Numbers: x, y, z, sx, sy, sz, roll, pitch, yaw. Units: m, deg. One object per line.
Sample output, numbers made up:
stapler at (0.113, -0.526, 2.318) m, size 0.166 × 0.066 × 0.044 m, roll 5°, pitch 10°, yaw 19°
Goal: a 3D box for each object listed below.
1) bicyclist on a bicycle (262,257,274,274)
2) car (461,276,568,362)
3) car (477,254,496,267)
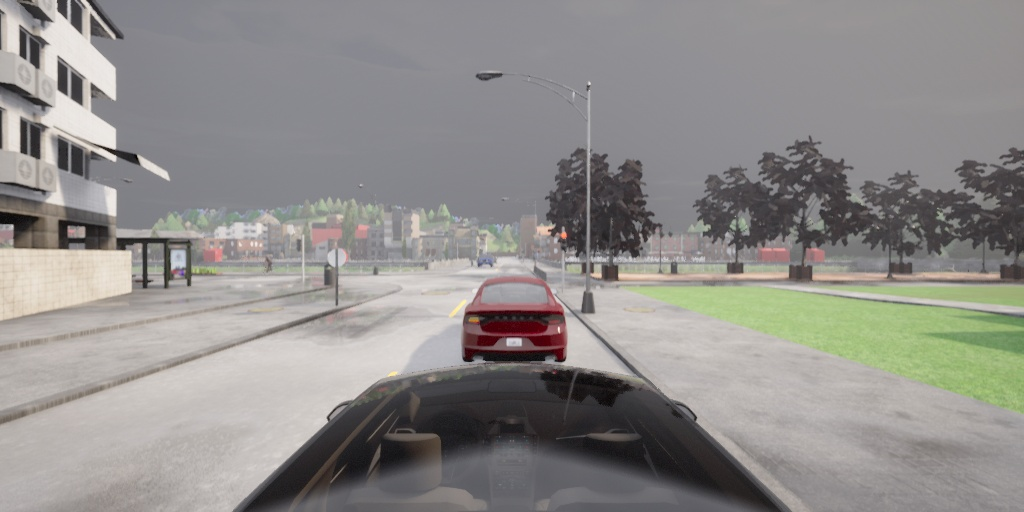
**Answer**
bicyclist on a bicycle at (-24.021, 0.905, 35.304) m, size 0.582 × 1.620 × 1.656 m, roll 0°, pitch 1°, yaw 0°
car at (0.054, 1.191, 8.113) m, size 1.882 × 1.535 × 5.008 m, roll 0°, pitch 0°, yaw 0°
car at (-4.059, 0.667, 54.929) m, size 2.150 × 2.045 × 5.566 m, roll 0°, pitch 0°, yaw 0°
